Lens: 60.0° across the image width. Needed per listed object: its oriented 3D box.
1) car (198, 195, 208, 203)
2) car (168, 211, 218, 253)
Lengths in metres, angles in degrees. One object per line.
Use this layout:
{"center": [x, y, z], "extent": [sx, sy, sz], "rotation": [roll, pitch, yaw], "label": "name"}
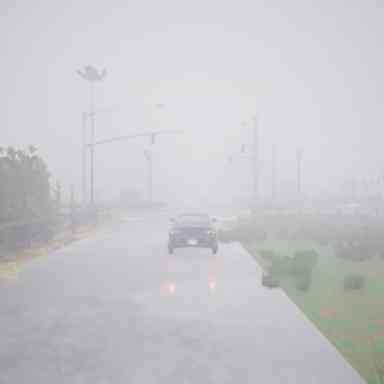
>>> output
{"center": [2.270, 1.303, 67.205], "extent": [1.882, 1.535, 5.008], "rotation": [0, 0, 3], "label": "car"}
{"center": [0.048, 1.497, 13.447], "extent": [1.812, 1.442, 4.674], "rotation": [0, 0, 1], "label": "car"}
